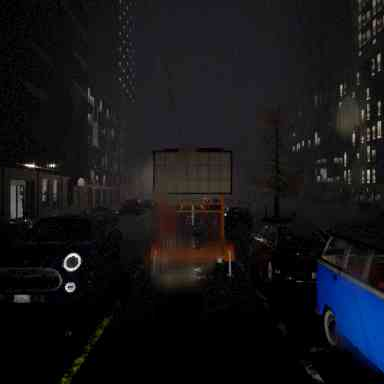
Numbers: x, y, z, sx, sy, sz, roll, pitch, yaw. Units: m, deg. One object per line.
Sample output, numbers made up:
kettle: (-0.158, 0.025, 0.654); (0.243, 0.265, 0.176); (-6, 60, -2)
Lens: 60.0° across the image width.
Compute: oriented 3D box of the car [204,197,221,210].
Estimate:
car: (2.700, 1.561, 37.737); (2.008, 1.369, 4.403); (0, 0, 0)

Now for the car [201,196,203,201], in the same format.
car: (2.702, 1.559, 49.115); (1.887, 1.381, 4.507); (0, 0, 0)

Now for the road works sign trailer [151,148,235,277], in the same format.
road works sign trailer: (0.025, 0.466, 10.256); (2.380, 3.560, 2.880); (0, 0, 0)

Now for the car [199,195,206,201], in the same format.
car: (2.707, 1.564, 89.107); (1.752, 1.417, 4.829); (0, 0, 0)

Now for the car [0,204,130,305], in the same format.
car: (-3.100, 1.353, 8.307); (2.097, 1.767, 4.553); (0, 0, 0)

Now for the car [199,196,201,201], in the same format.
car: (2.703, 1.570, 60.493); (2.008, 1.369, 4.403); (0, 0, 0)

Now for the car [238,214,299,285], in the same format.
car: (2.697, 1.553, 9.293); (2.008, 1.369, 4.403); (0, 0, 0)

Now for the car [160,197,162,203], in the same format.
car: (-5.679, 1.559, 49.138); (1.887, 1.381, 4.507); (0, 0, 0)

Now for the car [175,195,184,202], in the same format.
car: (-2.991, 1.523, 79.622); (2.128, 1.511, 4.902); (0, 0, 0)

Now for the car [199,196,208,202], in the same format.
car: (2.705, 1.596, 77.559); (1.947, 1.339, 4.313); (0, 0, 0)

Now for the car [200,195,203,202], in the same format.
car: (2.702, 1.599, 54.804); (1.802, 1.307, 4.206); (0, 0, 0)

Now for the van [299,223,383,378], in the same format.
van: (2.699, 1.342, 3.604); (1.690, 1.788, 3.998); (0, 0, 0)

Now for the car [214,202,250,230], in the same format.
car: (2.699, 1.555, 20.670); (2.008, 1.369, 4.403); (0, 0, 0)

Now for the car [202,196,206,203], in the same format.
car: (2.702, 1.452, 43.425); (1.967, 1.590, 4.097); (0, 0, 0)

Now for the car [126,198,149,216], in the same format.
car: (-5.680, 1.448, 32.071); (1.967, 1.590, 4.097); (0, 0, 0)

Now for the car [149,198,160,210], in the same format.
car: (-5.680, 1.563, 43.449); (2.008, 1.369, 4.403); (0, 0, 0)

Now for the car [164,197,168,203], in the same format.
car: (-5.677, 1.568, 66.205); (1.887, 1.381, 4.507); (0, 0, 0)
